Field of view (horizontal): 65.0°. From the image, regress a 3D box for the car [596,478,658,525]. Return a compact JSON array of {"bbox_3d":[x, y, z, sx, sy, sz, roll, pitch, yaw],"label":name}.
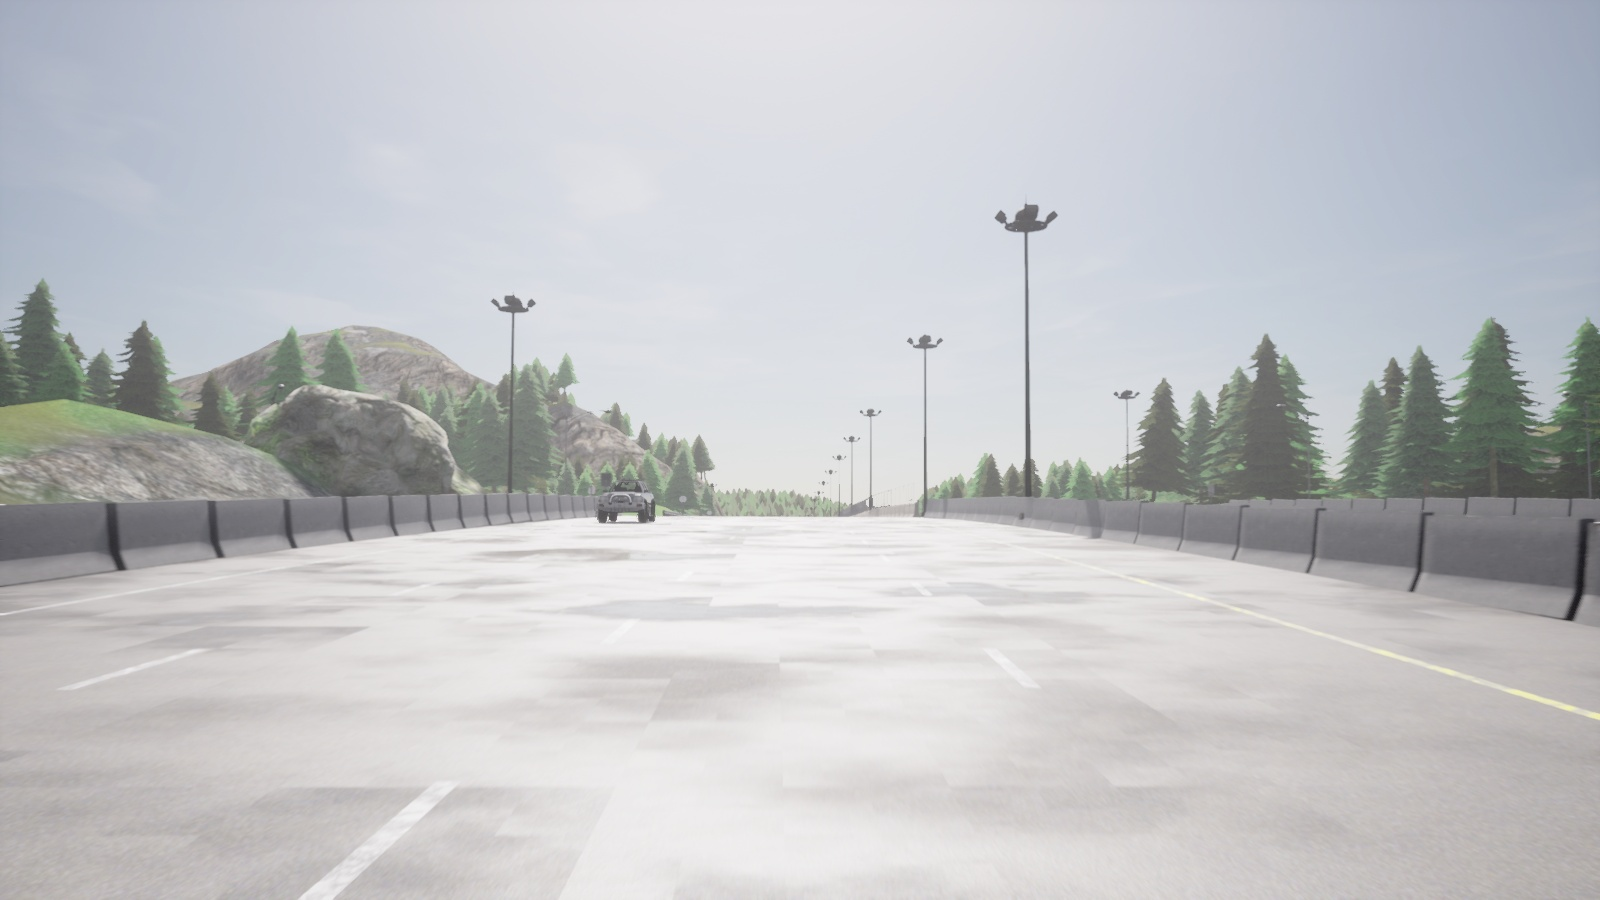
[{"bbox_3d":[-7.125,2.134,52.062,1.932,1.855,4.605,0,-2,0],"label":"car"}]
